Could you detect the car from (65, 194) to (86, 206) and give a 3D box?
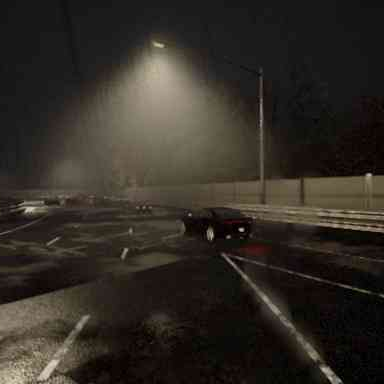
[{"bbox_3d":[-21.233,1.589,59.332,2.128,1.511,4.902,0,0,-35],"label":"car"}]

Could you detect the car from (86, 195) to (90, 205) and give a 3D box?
[{"bbox_3d":[-17.954,1.534,60.883,1.882,1.535,5.008,0,-3,-35],"label":"car"}]

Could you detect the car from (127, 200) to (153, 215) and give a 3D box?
[{"bbox_3d":[-5.338,1.542,33.813,2.033,1.411,5.357,0,0,-19],"label":"car"}]

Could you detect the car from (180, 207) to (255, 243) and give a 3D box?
[{"bbox_3d":[1.040,1.455,16.317,1.882,1.535,5.008,-1,0,-26],"label":"car"}]

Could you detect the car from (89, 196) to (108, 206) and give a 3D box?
[{"bbox_3d":[-15.733,1.626,56.978,1.994,1.385,4.181,-1,3,-28],"label":"car"}]

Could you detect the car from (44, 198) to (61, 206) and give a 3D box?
[{"bbox_3d":[-24.180,1.722,57.443,1.895,1.301,4.718,0,0,-35],"label":"car"}]
